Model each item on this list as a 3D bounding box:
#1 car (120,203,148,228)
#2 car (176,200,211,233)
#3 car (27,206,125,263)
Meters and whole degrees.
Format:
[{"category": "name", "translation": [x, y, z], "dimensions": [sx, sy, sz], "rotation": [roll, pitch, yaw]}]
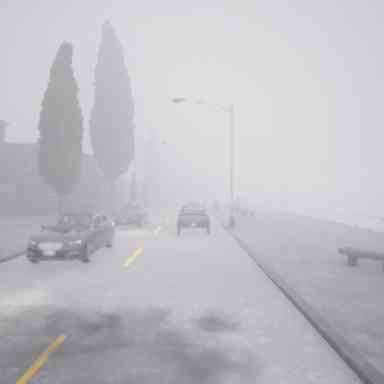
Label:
[{"category": "car", "translation": [-4.084, 1.502, 22.365], "dimensions": [1.837, 1.490, 4.892], "rotation": [0, 0, 0]}, {"category": "car", "translation": [0.085, 1.488, 19.737], "dimensions": [2.128, 1.511, 4.902], "rotation": [0, 0, 0]}, {"category": "car", "translation": [-4.103, 1.491, 12.020], "dimensions": [2.128, 1.511, 4.902], "rotation": [0, 0, 0]}]
